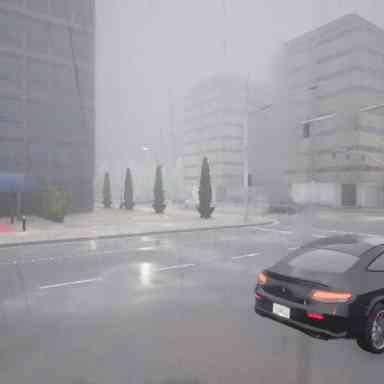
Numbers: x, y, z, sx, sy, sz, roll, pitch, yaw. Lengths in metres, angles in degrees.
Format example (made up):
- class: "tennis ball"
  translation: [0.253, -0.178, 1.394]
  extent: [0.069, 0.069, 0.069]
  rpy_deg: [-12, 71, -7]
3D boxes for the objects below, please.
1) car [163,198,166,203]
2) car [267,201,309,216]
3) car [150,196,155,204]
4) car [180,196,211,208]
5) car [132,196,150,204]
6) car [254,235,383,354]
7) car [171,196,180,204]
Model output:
- class: "car"
  translation: [-7.334, 1.507, 69.703]
  extent: [1.837, 1.490, 4.892]
  rpy_deg: [0, 0, -35]
- class: "car"
  translation: [9.493, 1.567, 33.231]
  extent: [1.994, 1.385, 4.181]
  rpy_deg: [0, 0, -35]
- class: "car"
  translation: [-8.778, 1.567, 65.728]
  extent: [1.994, 1.385, 4.181]
  rpy_deg: [0, 0, -35]
- class: "car"
  translation: [0.695, 1.529, 45.779]
  extent: [1.812, 1.442, 4.674]
  rpy_deg: [0, 0, -35]
- class: "car"
  translation: [-10.148, 1.604, 61.322]
  extent: [1.895, 1.301, 4.718]
  rpy_deg: [0, 0, -35]
- class: "car"
  translation: [3.157, 1.526, 6.072]
  extent: [4.674, 1.442, 1.812]
  rpy_deg: [0, 0, -35]
- class: "car"
  translation: [-2.050, 1.529, 62.227]
  extent: [1.812, 1.442, 4.674]
  rpy_deg: [0, 0, -35]
